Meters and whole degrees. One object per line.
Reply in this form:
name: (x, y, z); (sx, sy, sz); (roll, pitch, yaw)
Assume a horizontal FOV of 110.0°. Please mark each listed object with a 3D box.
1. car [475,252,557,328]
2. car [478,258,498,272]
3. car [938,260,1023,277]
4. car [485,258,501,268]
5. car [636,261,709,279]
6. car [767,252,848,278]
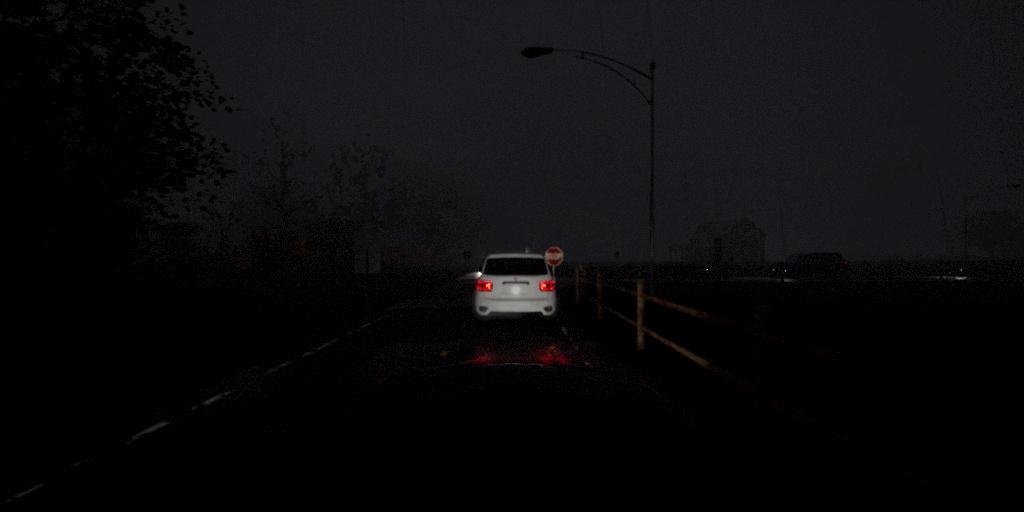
car: (0.103, 0.919, 11.396); (2.150, 2.045, 5.566); (0, 0, 0)
car: (-2.810, 1.017, 43.663); (2.128, 1.511, 4.902); (0, 0, 0)
car: (38.710, 0.993, 29.548); (5.357, 1.411, 2.033); (0, 0, -1)
car: (-2.787, 1.010, 53.405); (2.033, 1.411, 5.357); (0, 0, 0)
car: (13.006, 1.109, 29.174); (5.357, 1.411, 2.033); (0, 0, 0)
car: (24.100, 0.731, 29.329); (5.566, 2.045, 2.150); (-1, 0, -1)
